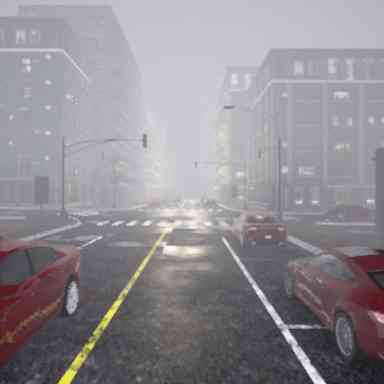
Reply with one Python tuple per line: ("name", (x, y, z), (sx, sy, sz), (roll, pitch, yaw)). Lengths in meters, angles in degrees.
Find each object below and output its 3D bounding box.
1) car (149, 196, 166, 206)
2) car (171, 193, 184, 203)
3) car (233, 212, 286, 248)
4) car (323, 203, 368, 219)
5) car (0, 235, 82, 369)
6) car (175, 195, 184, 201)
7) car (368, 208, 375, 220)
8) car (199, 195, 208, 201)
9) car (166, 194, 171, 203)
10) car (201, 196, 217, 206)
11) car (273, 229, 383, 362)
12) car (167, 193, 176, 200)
("car", (-5.771, 1.514, 53.277), (1.887, 1.381, 4.507), (0, 0, 0))
("car", (-2.998, 1.513, 66.023), (2.033, 1.411, 5.357), (0, 0, 0))
("car", (2.828, 1.533, 14.583), (1.887, 1.381, 4.507), (0, 0, 0))
("car", (14.907, 1.755, 30.996), (5.008, 1.535, 1.882), (1, 0, -1))
("car", (-3.093, 1.474, 4.563), (1.882, 1.535, 5.008), (0, 0, 0))
("car", (-2.995, 1.509, 81.471), (1.994, 1.385, 4.181), (0, 0, 0))
("car", (17.952, 1.860, 28.347), (4.403, 1.369, 2.008), (1, -2, -1))
("car", (2.701, 1.514, 80.374), (1.887, 1.381, 4.507), (0, 0, 0))
("car", (-5.680, 1.520, 63.379), (2.008, 1.369, 4.403), (0, 0, 0))
("car", (2.812, 1.409, 52.054), (1.967, 1.590, 4.097), (0, 0, 0))
("car", (2.828, 1.577, 5.582), (1.802, 1.307, 4.206), (0, 0, 0))
("car", (-5.677, 1.287, 91.703), (2.192, 1.841, 5.009), (0, 0, 0))
